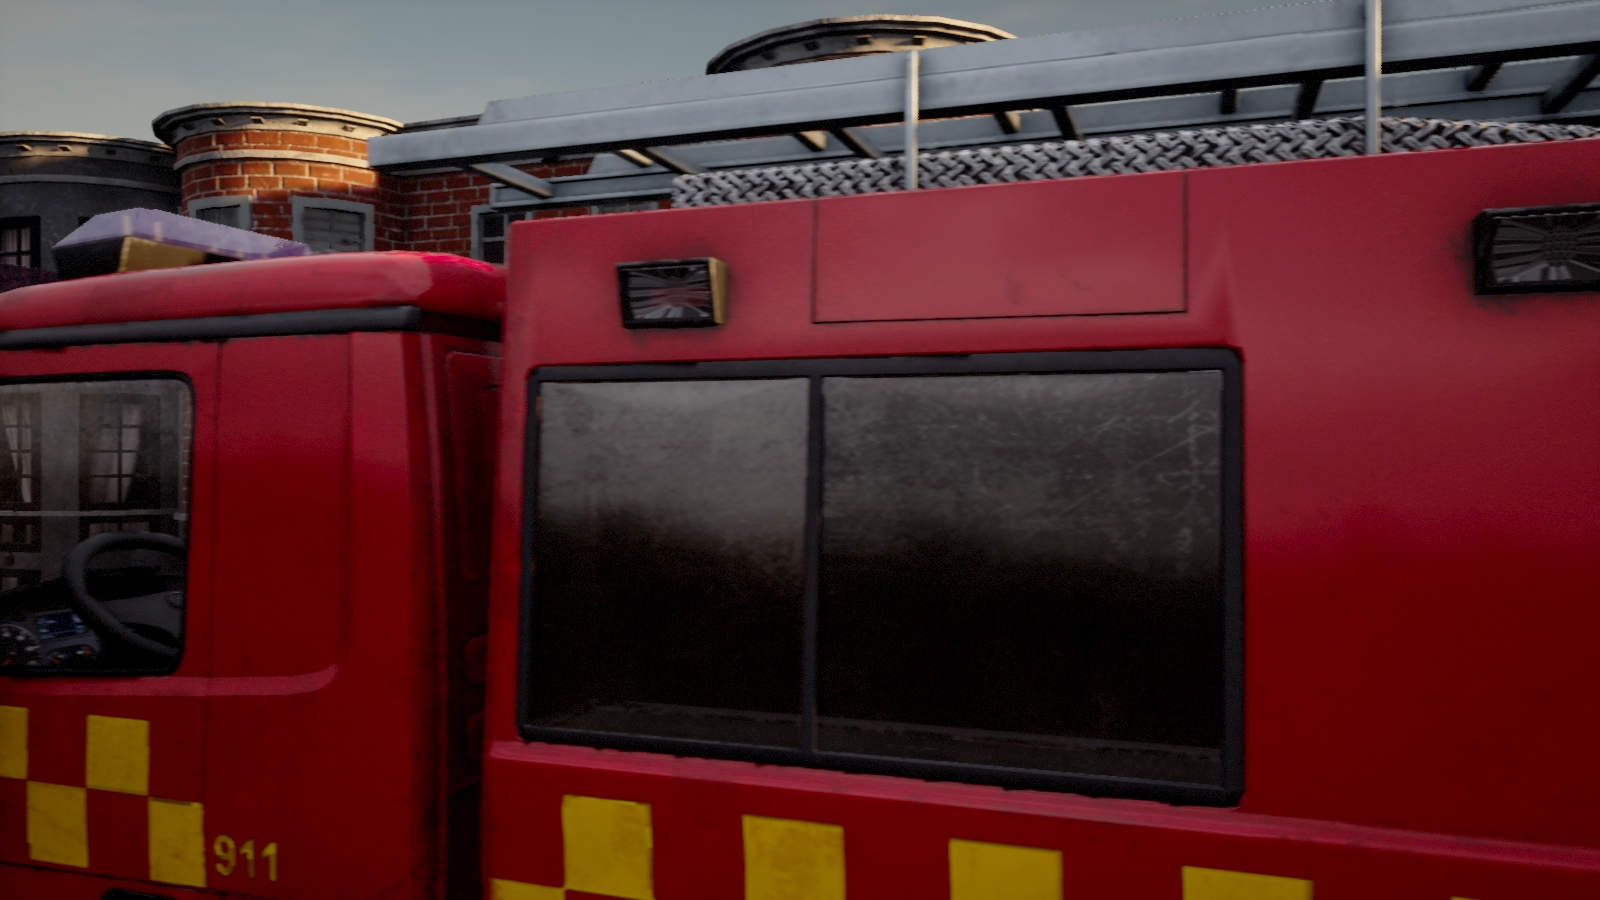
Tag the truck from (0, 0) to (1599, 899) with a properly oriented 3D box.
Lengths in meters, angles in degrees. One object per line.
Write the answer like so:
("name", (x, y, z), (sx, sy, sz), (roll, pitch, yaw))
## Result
("truck", (1.408, 0.670, 3.373), (8.468, 3.827, 2.891), (0, 0, 19))
